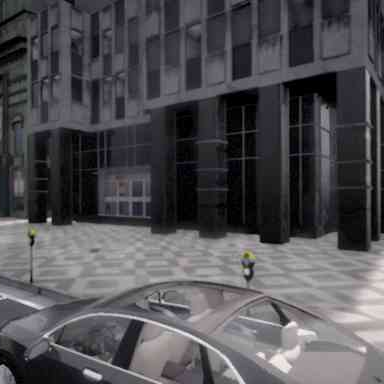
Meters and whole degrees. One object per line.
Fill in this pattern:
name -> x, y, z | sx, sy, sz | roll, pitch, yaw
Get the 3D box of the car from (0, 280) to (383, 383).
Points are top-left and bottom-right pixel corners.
car -> -0.274, 1.569, 3.155 | 4.403, 1.369, 2.008 | -1, 0, 35
